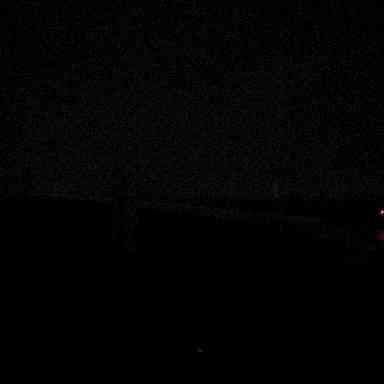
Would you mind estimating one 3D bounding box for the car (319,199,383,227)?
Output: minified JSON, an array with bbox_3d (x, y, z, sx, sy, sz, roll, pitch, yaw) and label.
[{"bbox_3d":[10.886,1.243,22.146,2.097,1.767,4.553,2,0,-35],"label":"car"}]
